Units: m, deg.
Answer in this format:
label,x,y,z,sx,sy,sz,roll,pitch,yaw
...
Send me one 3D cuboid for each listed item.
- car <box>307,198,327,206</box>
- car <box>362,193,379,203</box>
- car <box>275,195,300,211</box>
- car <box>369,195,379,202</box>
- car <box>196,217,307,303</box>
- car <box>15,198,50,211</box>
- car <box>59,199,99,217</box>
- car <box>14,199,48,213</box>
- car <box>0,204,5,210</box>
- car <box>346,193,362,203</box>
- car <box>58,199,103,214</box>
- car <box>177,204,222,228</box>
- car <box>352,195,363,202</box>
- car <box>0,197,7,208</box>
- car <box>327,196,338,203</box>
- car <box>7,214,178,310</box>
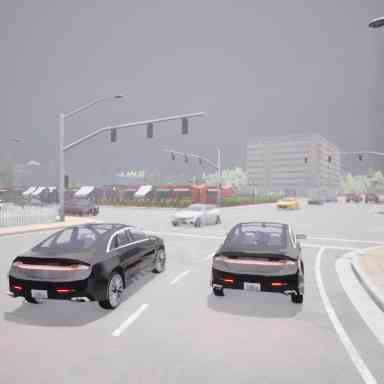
label,x,y,z,sx,sy,sz,roll,pitch,yaw
car,20.629,1.600,55.430,1.895,1.301,4.718,0,0,32
car,36.842,1.225,68.278,2.150,2.045,5.566,0,0,32
car,11.950,1.478,41.266,1.882,1.535,5.008,0,0,31
car,42.386,1.524,77.296,1.812,1.442,4.674,0,0,32
car,1.773,1.492,8.318,2.128,1.511,4.902,0,0,17
car,-20.408,1.581,42.446,4.674,1.442,1.812,0,0,32
car,-11.037,1.619,32.438,4.181,1.385,1.994,0,0,32
car,-18.155,1.619,36.906,4.181,1.385,1.994,0,0,32
car,-25.948,1.277,41.776,5.566,2.045,2.150,0,0,32
car,34.053,1.225,70.425,2.150,2.045,5.566,0,0,32
car,-12.602,1.547,37.563,4.902,1.511,2.128,0,0,32
car,0.439,1.553,22.513,1.812,1.442,4.674,0,0,30
car,39.622,1.540,79.484,2.033,1.411,5.357,0,0,32
car,-28.957,1.533,47.794,5.008,1.535,1.882,0,0,32
car,28.740,1.540,68.466,2.033,1.411,5.357,0,0,32
car,-2.045,1.492,7.936,2.128,1.511,4.902,0,0,12
